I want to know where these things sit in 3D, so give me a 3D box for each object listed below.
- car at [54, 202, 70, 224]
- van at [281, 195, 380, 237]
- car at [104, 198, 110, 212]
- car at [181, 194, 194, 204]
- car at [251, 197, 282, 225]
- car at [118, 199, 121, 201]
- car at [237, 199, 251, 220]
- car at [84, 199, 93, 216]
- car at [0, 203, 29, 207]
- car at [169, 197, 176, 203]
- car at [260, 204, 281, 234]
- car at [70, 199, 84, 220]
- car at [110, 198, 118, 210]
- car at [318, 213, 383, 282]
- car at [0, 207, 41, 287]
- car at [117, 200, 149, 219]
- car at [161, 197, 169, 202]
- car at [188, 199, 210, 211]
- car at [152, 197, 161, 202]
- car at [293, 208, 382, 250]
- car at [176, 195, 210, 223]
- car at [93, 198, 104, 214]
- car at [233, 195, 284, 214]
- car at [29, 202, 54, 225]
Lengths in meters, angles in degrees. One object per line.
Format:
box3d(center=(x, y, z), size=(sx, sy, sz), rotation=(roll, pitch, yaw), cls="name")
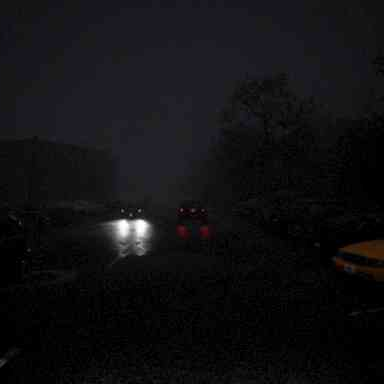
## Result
box3d(center=(-11.393, 1.541, 23.492), size=(4.792, 1.488, 2.163), rotation=(-1, 0, -20), cls="car")
box3d(center=(6.503, 1.269, 14.705), size=(4.442, 1.987, 1.878), rotation=(1, 0, -20), cls="van")
box3d(center=(-11.426, 1.580, 35.217), size=(4.674, 1.452, 2.002), rotation=(-1, 0, -20), cls="car")
box3d(center=(-1.031, 1.546, 73.742), size=(2.435, 2.045, 5.566), rotation=(0, -1, -7), cls="car")
box3d(center=(6.367, 1.379, 20.538), size=(4.553, 1.767, 2.185), rotation=(1, 0, -20), cls="car")
box3d(center=(-11.423, 1.562, 44.014), size=(4.892, 1.521, 2.231), rotation=(-1, 0, -20), cls="car")
box3d(center=(6.418, 1.549, 26.450), size=(4.792, 1.488, 2.163), rotation=(1, 0, -20), cls="car")
box3d(center=(-11.425, 1.566, 29.348), size=(4.674, 1.452, 2.002), rotation=(-1, 0, -20), cls="car")
box3d(center=(-11.452, 1.374, 17.606), size=(4.553, 1.767, 2.185), rotation=(-1, 0, -20), cls="car")
box3d(center=(-3.488, 1.991, 84.900), size=(2.231, 1.521, 4.892), rotation=(0, -1, -18), cls="car")
box3d(center=(6.421, 1.529, 17.614), size=(4.792, 1.488, 2.163), rotation=(1, 0, -20), cls="car")
box3d(center=(-11.432, 1.520, 26.418), size=(4.892, 1.521, 2.231), rotation=(-1, 0, -20), cls="car")
box3d(center=(-11.432, 1.548, 38.151), size=(4.892, 1.521, 2.231), rotation=(-1, 0, -20), cls="car")
box3d(center=(6.222, 1.481, 8.705), size=(5.366, 1.575, 1.946), rotation=(1, 0, -20), cls="car")
box3d(center=(-5.089, 1.351, 6.478), size=(2.097, 1.767, 4.553), rotation=(0, 0, 0), cls="car")
box3d(center=(-5.084, 1.642, 29.960), size=(1.895, 1.301, 4.718), rotation=(0, 0, 0), cls="car")
box3d(center=(-5.696, 2.083, 90.199), size=(2.097, 1.535, 5.008), rotation=(-1, -1, -27), cls="car")
box3d(center=(0.982, 1.633, 43.593), size=(1.994, 1.385, 4.181), rotation=(0, 0, 15), cls="car")
box3d(center=(-8.449, 2.168, 95.069), size=(2.231, 1.521, 4.892), rotation=(-1, -1, -35), cls="car")
box3d(center=(6.388, 1.490, 11.715), size=(4.892, 1.521, 2.231), rotation=(1, 0, -20), cls="car")
box3d(center=(0.071, 1.383, 26.225), size=(2.097, 1.767, 4.553), rotation=(0, 0, 0), cls="car")
box3d(center=(-11.595, 1.532, 32.214), size=(5.366, 1.575, 1.946), rotation=(-1, 0, -20), cls="car")
box3d(center=(6.370, 1.274, 29.368), size=(5.566, 2.045, 2.435), rotation=(1, 0, -20), cls="car")
box3d(center=(-11.427, 1.506, 20.546), size=(4.892, 1.521, 2.231), rotation=(-1, 0, -20), cls="car")
